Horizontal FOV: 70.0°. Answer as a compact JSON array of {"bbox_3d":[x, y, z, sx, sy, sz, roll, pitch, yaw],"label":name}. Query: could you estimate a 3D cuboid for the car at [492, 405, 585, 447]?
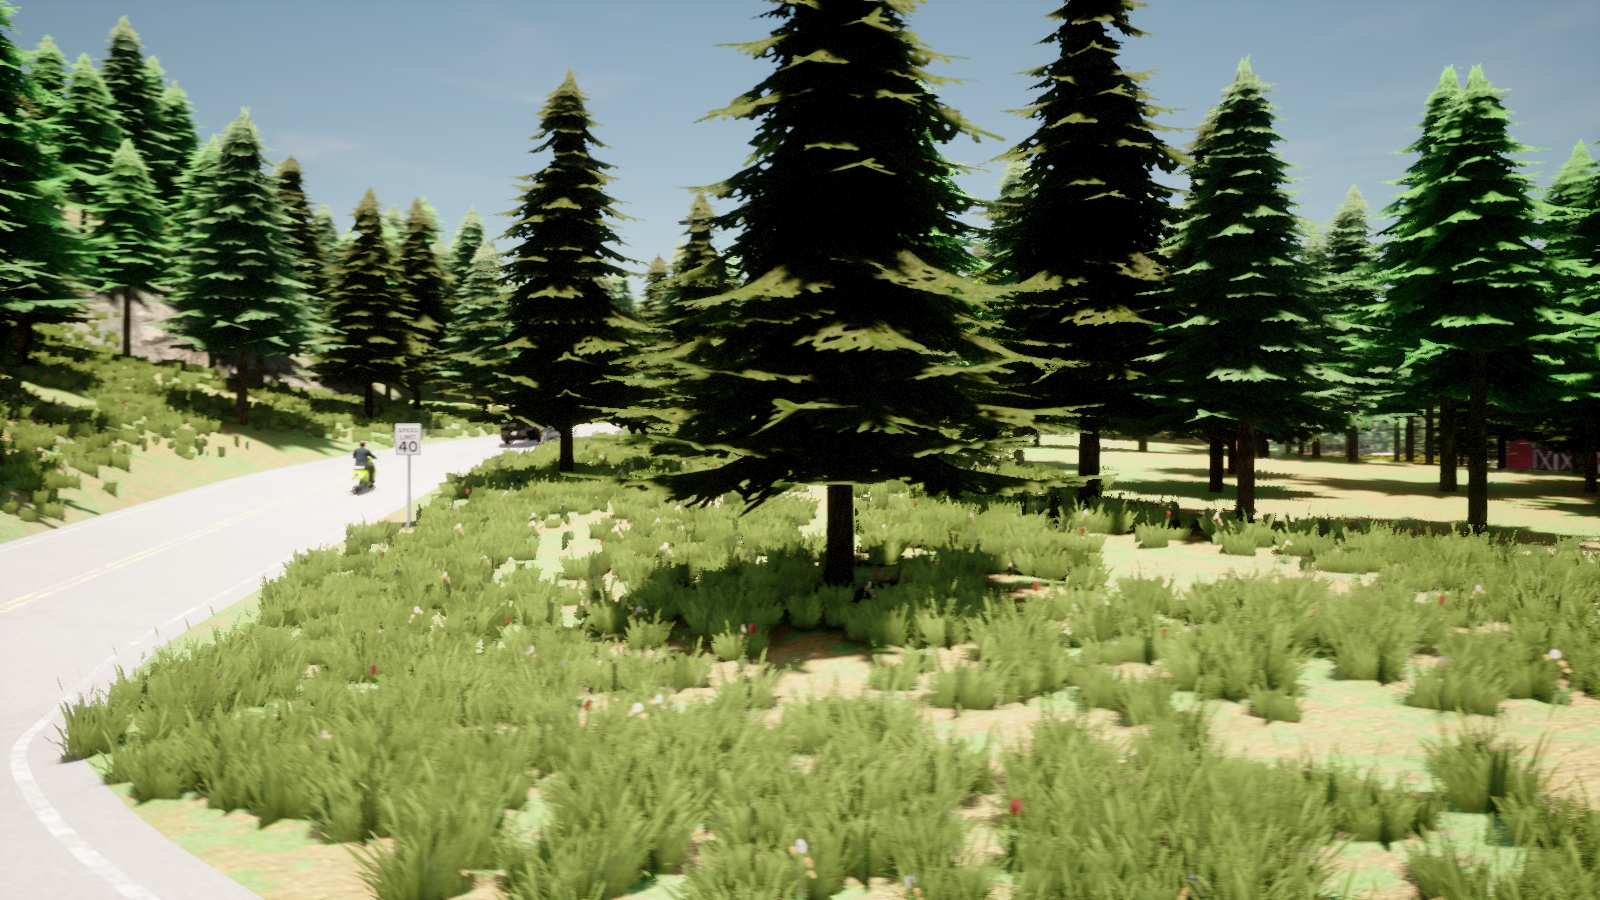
[{"bbox_3d":[-12.326,-1.178,54.245,2.097,1.638,5.238,0,5,14],"label":"car"}]
